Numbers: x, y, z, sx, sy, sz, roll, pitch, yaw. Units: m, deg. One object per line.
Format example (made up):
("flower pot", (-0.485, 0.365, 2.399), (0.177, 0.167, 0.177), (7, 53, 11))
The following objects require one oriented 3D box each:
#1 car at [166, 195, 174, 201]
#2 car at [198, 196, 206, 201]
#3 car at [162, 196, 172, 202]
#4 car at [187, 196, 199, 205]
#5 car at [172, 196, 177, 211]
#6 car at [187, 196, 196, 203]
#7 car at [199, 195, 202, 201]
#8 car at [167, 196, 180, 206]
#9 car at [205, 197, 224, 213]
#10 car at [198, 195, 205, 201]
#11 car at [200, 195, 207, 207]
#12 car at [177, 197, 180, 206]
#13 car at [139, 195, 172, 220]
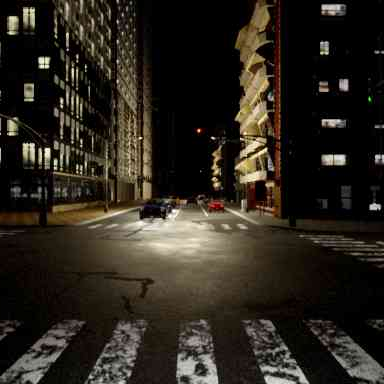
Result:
("car", (-5.828, 1.595, 89.708), (1.887, 1.381, 4.507), (0, 0, 0))
("car", (2.561, 1.626, 84.073), (1.802, 1.307, 4.206), (0, 0, 0))
("car", (-5.810, 1.589, 78.411), (2.008, 1.369, 4.403), (0, 0, 0))
("car", (0.010, 1.587, 60.229), (1.994, 1.385, 4.181), (0, 0, 0))
("car", (-3.152, 1.500, 37.221), (2.128, 1.511, 4.902), (0, 0, 0))
("car", (-0.106, 1.583, 70.271), (1.994, 1.385, 4.181), (0, 0, 0))
("car", (2.606, 1.571, 55.830), (2.008, 1.369, 4.403), (0, 0, 0))
("car", (-3.088, 1.498, 56.751), (1.882, 1.535, 5.008), (0, 0, 0))
("car", (2.685, 1.591, 37.264), (1.802, 1.307, 4.206), (0, 0, 0))
("car", (2.552, 1.491, 89.721), (1.967, 1.590, 4.097), (0, 0, 0))
("car", (2.614, 1.567, 50.181), (2.008, 1.369, 4.403), (0, 0, 0))
("car", (-3.146, 1.615, 46.478), (1.895, 1.301, 4.718), (0, 0, 0))
("car", (-3.138, 1.357, 28.173), (2.097, 1.767, 4.553), (0, 0, 0))
